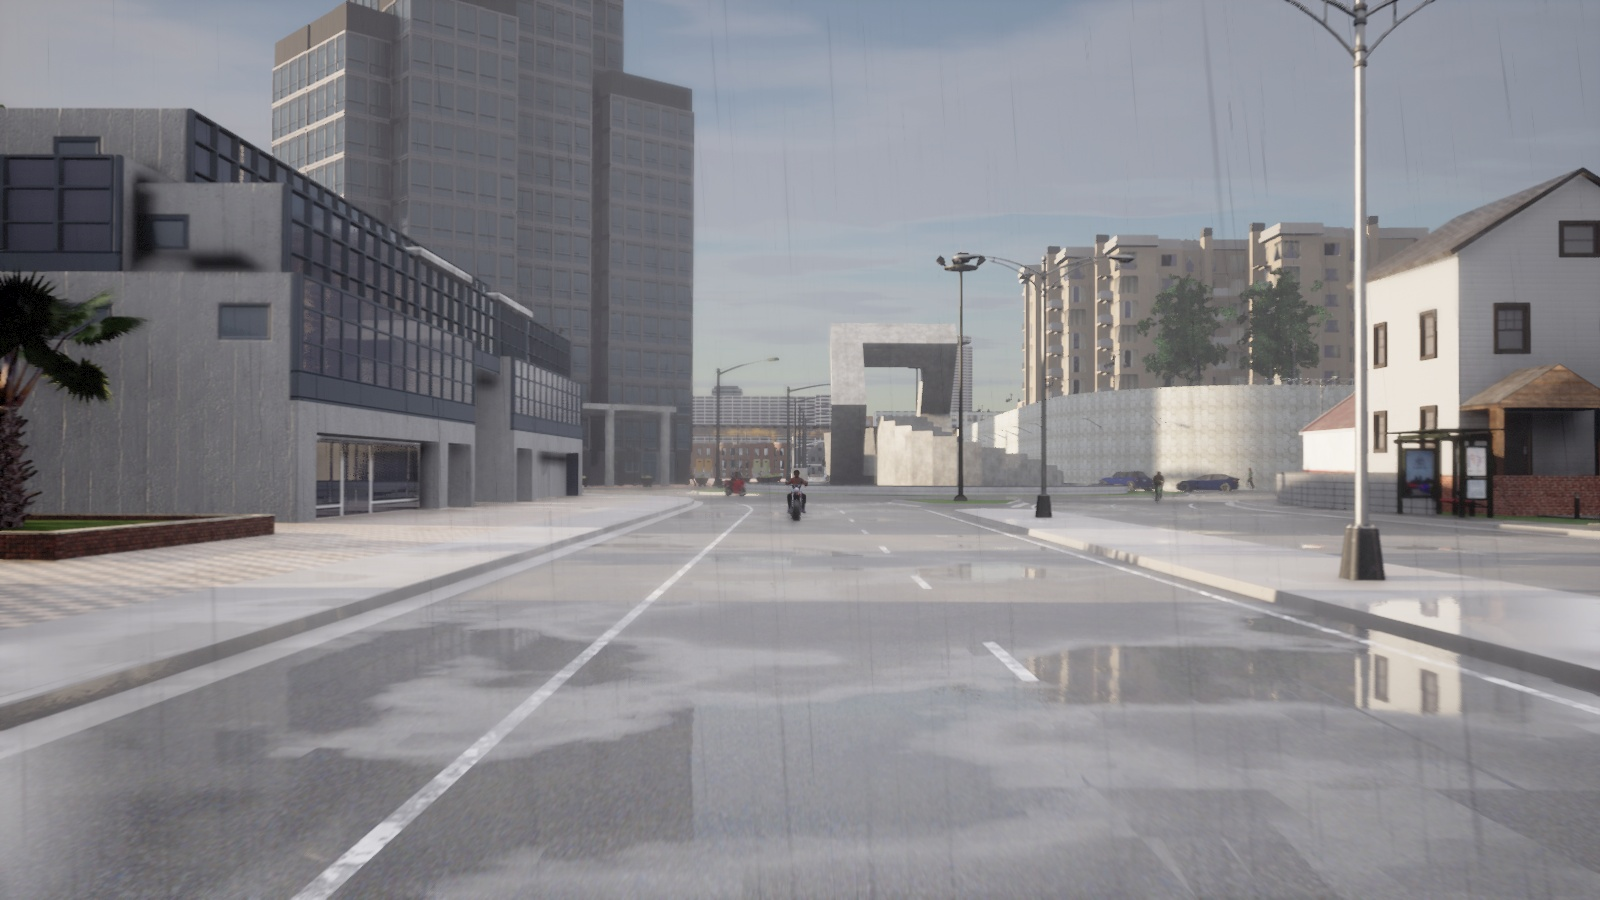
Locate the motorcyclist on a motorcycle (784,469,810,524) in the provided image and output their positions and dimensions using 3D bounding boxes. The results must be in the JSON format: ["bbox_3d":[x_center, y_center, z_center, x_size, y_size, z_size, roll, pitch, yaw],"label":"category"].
[{"bbox_3d":[-0.095,1.424,39.336,0.766,1.649,2.350,0,-1,0],"label":"motorcyclist on a motorcycle"}]

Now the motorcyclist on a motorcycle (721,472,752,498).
[{"bbox_3d":[-3.776,2.059,74.471,0.797,1.523,2.044,0,-1,-40],"label":"motorcyclist on a motorcycle"}]
